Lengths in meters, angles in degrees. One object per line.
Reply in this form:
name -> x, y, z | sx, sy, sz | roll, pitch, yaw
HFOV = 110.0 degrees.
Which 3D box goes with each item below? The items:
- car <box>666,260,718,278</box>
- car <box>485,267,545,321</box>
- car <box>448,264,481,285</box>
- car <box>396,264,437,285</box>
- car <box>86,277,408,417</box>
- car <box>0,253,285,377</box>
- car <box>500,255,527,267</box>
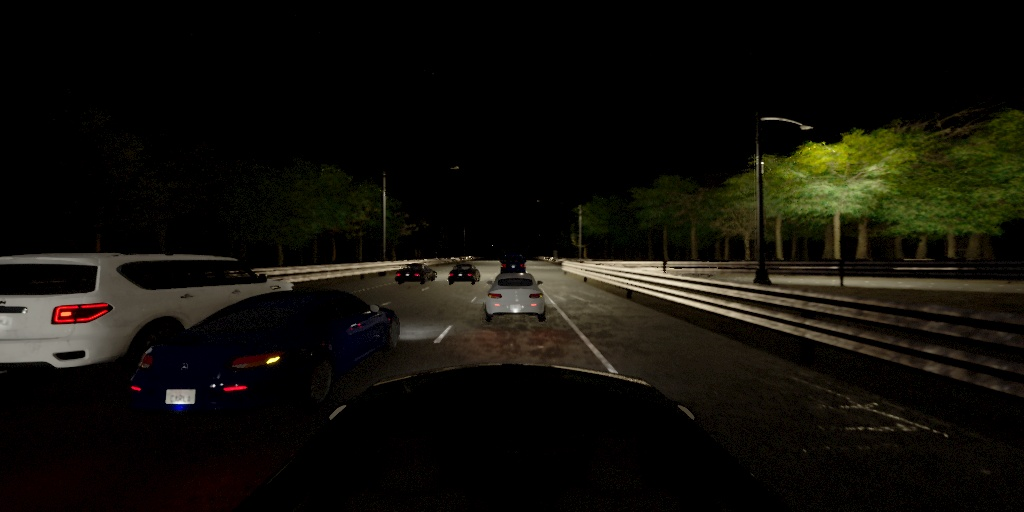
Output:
car -> 15.614, 1.112, 31.380 | 1.812, 1.442, 4.674 | 0, -1, -28
car -> 0.100, 1.278, 12.345 | 1.812, 1.442, 4.674 | 0, 0, 0
car -> -3.397, 1.292, 26.127 | 2.033, 1.411, 5.357 | 0, 0, 0
car -> -6.898, 1.292, 26.173 | 2.033, 1.411, 5.357 | 0, 0, 0
car -> -3.385, 1.277, 5.973 | 1.812, 1.442, 4.674 | 0, 0, 0
car -> -6.899, 0.973, 7.531 | 2.150, 2.045, 5.566 | 0, 0, 0
car -> 0.103, 0.950, 31.717 | 2.150, 2.045, 5.566 | 0, 0, 0
